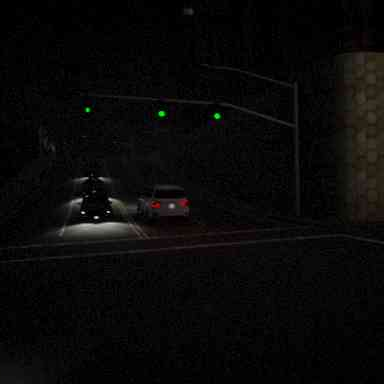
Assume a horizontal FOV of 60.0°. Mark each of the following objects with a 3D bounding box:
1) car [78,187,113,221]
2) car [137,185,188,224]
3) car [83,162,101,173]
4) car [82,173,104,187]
[{"bbox_3d":[-6.121,0.781,21.102,2.033,1.411,5.357,-2,6,-17],"label":"car"},{"bbox_3d":[-1.848,0.579,19.732,2.150,2.045,5.566,-2,5,-17],"label":"car"},{"bbox_3d":[-12.350,-2.984,41.058,2.033,1.411,5.357,-2,13,-16],"label":"car"},{"bbox_3d":[-8.999,-0.550,30.342,1.994,1.385,4.181,-2,11,-17],"label":"car"}]
